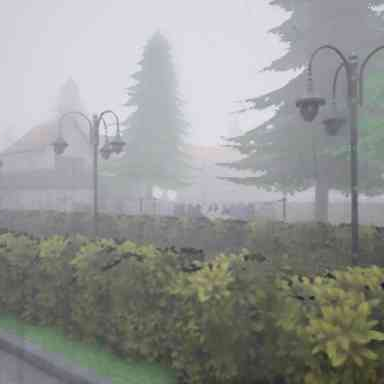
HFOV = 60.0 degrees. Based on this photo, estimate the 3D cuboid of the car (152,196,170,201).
[{"bbox_3d":[-6.677,1.774,64.618,5.566,2.045,2.150,0,-1,-44],"label":"car"}]
